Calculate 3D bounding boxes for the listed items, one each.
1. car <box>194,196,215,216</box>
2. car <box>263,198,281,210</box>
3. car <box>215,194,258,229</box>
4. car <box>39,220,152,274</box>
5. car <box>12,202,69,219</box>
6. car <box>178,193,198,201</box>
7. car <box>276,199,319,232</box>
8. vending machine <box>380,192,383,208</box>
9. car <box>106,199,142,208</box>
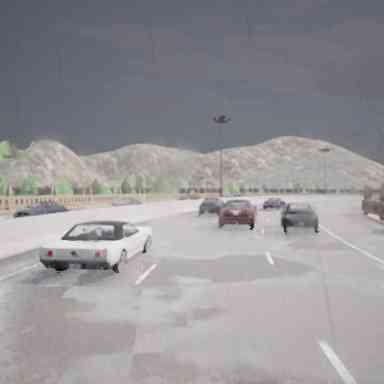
[{"bbox_3d":[2.014,1.341,29.888,1.837,1.490,4.892,0,0,19],"label":"car"},{"bbox_3d":[9.893,1.358,39.611,2.033,1.411,5.357,0,0,27],"label":"car"},{"bbox_3d":[3.021,1.242,21.092,2.097,1.767,4.553,0,0,14],"label":"car"},{"bbox_3d":[-2.612,1.530,10.370,1.895,1.301,4.718,0,0,7],"label":"car"},{"bbox_3d":[-10.827,1.383,24.088,1.994,1.385,4.181,0,0,14],"label":"car"},{"bbox_3d":[-0.535,1.021,56.905,2.097,1.767,4.553,0,1,32],"label":"car"},{"bbox_3d":[6.167,1.404,19.370,2.128,1.511,4.902,0,0,13],"label":"car"},{"bbox_3d":[25.468,1.042,43.888,1.100,2.100,0.880,0,0,35],"label":"vending machine"},{"bbox_3d":[-5.795,1.335,29.152,1.812,1.442,4.674,0,0,18],"label":"car"}]
